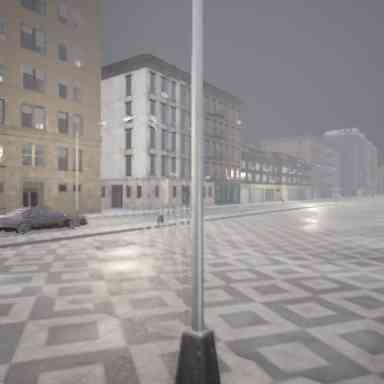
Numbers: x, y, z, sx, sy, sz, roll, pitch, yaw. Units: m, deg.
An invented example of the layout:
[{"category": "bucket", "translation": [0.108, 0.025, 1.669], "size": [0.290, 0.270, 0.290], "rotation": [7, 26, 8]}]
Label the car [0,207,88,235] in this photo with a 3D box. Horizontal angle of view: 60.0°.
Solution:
[{"category": "car", "translation": [-8.791, 1.585, 19.255], "size": [2.033, 1.411, 5.357], "rotation": [0, 0, 39]}]
